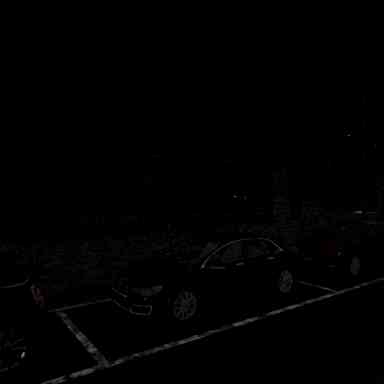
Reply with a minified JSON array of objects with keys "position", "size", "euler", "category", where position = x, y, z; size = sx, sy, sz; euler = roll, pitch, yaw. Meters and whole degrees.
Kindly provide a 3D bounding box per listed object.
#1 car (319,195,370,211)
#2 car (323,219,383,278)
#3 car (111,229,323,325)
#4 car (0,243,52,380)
[{"position":[15.453,1.135,33.979],"size":[1.882,1.535,5.008],"euler":[0,1,-35],"category":"car"},{"position":[4.946,1.545,10.169],"size":[4.507,1.381,1.887],"euler":[0,0,-35],"category":"car"},{"position":[0.501,1.551,7.003],"size":[4.403,1.369,2.008],"euler":[0,0,-35],"category":"car"},{"position":[-3.944,1.440,3.838],"size":[4.097,1.590,1.967],"euler":[0,0,-35],"category":"car"}]
